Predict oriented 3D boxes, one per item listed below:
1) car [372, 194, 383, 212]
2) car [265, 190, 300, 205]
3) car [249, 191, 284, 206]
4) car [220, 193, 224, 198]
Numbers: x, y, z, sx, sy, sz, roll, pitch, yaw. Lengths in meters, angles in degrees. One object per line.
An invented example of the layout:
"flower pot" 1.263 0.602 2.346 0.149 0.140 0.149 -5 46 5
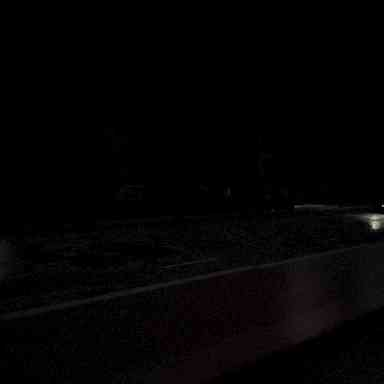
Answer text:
"car" 18.426 0.767 29.777 5.566 2.045 2.150 -1 1 -35
"car" 12.091 0.704 45.936 2.150 2.045 5.566 -1 1 -39
"car" 9.240 1.012 43.998 1.882 1.535 5.008 -1 1 -35
"car" 6.562 0.923 67.736 1.994 1.385 4.181 -1 1 -25
